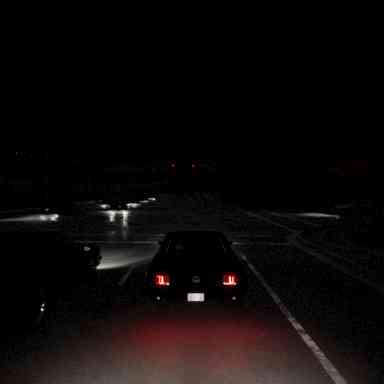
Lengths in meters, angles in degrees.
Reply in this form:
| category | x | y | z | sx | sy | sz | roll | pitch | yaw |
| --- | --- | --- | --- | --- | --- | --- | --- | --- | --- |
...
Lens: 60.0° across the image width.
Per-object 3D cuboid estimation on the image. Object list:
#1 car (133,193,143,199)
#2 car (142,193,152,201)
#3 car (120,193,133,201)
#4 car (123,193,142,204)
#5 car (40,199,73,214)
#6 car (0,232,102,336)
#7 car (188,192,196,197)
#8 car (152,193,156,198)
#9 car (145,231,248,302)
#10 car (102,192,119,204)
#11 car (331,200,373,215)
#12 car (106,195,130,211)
| category | x | y | z | sx | sy | sz | roll | pitch | yaw |
| --- | --- | --- | --- | --- | --- | --- | --- | --- | --- |
| car | -13.987 | 0.906 | 85.701 | 1.812 | 1.442 | 4.674 | 0 | 1 | 0 |
| car | -10.489 | 1.185 | 72.088 | 2.033 | 1.411 | 5.357 | 0 | 1 | 0 |
| car | -13.989 | 1.140 | 71.133 | 1.882 | 1.535 | 5.008 | 0 | 1 | 0 |
| car | -10.568 | 1.389 | 58.748 | 1.994 | 1.385 | 4.181 | 0 | 1 | 0 |
| car | -14.096 | 1.481 | 34.798 | 2.128 | 1.511 | 4.902 | 0 | 0 | 0 |
| car | -3.419 | 1.547 | 6.812 | 2.033 | 1.411 | 5.357 | 0 | 0 | 0 |
| car | 0.015 | 0.744 | 93.673 | 2.128 | 1.511 | 4.902 | 0 | 1 | 0 |
| car | -10.487 | 0.914 | 86.536 | 1.994 | 1.385 | 4.181 | 0 | 1 | 0 |
| car | 0.084 | 1.601 | 8.193 | 1.895 | 1.301 | 4.718 | 0 | 0 | 0 |
| car | -14.069 | 1.055 | 58.244 | 2.150 | 2.045 | 5.566 | 0 | 1 | 1 |
| car | 16.161 | 1.526 | 32.830 | 4.674 | 1.442 | 1.812 | 0 | 0 | -2 |
| car | -9.140 | 1.478 | 40.813 | 1.837 | 1.490 | 4.892 | -1 | 0 | -18 |
